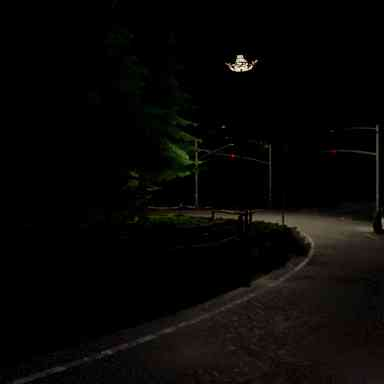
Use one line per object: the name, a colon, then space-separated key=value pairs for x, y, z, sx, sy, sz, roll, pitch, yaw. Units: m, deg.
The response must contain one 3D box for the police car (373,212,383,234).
police car: x=10.582 y=1.504 z=16.319 sx=2.038 sy=1.542 sz=4.974 roll=0 pitch=0 yaw=11
